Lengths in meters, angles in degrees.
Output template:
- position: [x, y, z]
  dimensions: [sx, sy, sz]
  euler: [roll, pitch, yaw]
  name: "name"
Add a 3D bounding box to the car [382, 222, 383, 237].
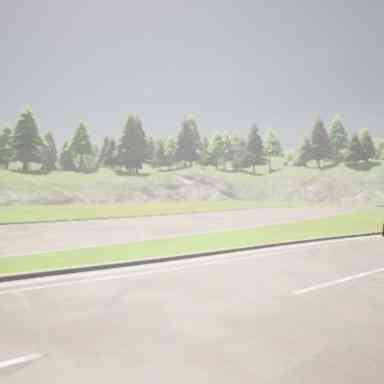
- position: [10.391, 1.536, 14.535]
  dimensions: [4.902, 1.511, 2.128]
  euler: [0, 0, -29]
  name: "car"
